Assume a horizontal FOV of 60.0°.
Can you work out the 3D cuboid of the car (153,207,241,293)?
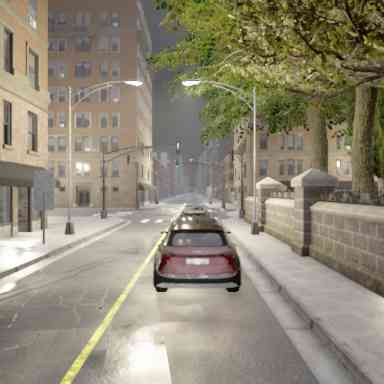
[{"bbox_3d":[0.116,1.448,8.931,2.033,1.649,4.856,0,0,0],"label":"car"}]

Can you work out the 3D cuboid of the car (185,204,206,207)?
[{"bbox_3d":[0.216,1.543,21.212,1.837,1.490,4.892,0,0,2],"label":"car"}]
